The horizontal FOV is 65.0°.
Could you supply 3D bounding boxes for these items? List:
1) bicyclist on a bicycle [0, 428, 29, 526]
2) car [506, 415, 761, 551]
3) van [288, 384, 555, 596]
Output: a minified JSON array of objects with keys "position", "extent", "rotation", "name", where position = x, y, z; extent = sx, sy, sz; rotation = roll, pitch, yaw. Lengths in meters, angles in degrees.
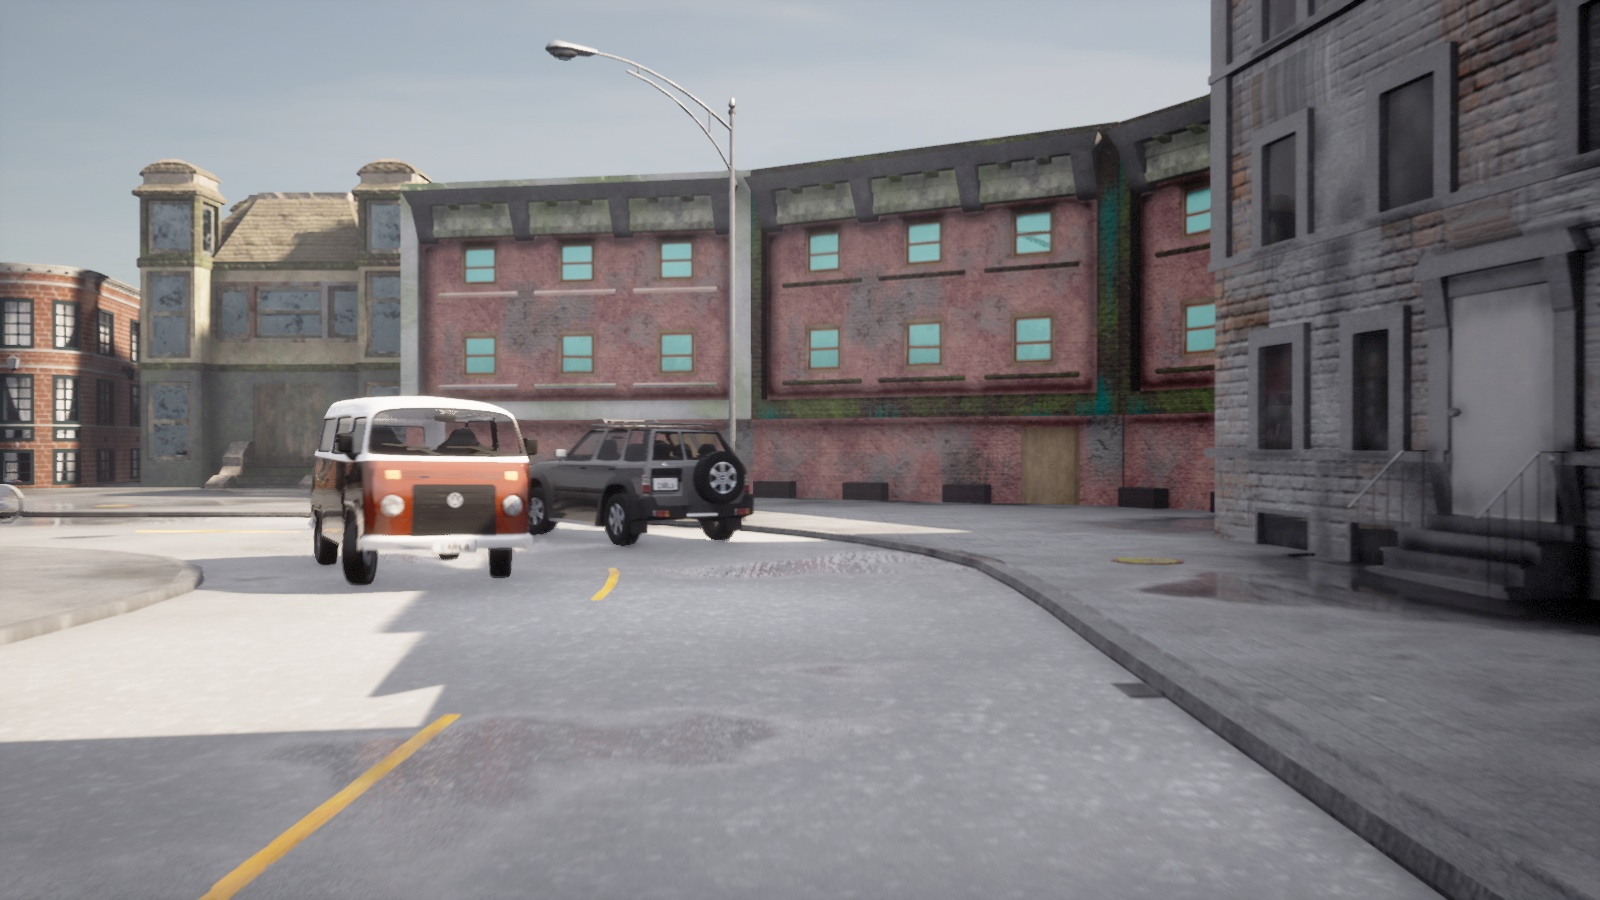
[{"position":[-15.285,0.475,23.088],"extent":[1.843,1.776,0.659],"rotation":[0,0,2],"name":"bicyclist on a bicycle"},{"position":[-2.725,0.452,19.545],"extent":[1.932,1.855,4.605],"rotation":[1,0,-37],"name":"car"},{"position":[-4.523,0.385,14.482],"extent":[2.069,2.038,4.480],"rotation":[1,0,-28],"name":"van"}]
